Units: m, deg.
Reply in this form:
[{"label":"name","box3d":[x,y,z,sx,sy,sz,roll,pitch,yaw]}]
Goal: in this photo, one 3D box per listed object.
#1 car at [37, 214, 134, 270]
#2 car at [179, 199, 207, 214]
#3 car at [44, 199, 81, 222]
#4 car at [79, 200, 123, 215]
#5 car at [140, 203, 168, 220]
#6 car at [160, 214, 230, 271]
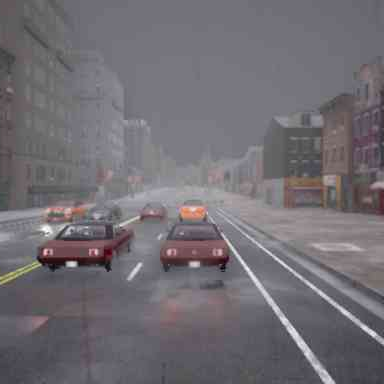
[{"label":"car","box3d":[-3.167,1.622,11.011,1.895,1.301,4.718,0,0,0]},{"label":"car","box3d":[0.084,1.385,27.173,2.097,1.767,4.553,0,0,0]},{"label":"car","box3d":[-9.850,1.386,26.304,2.097,1.767,4.553,0,0,0]},{"label":"car","box3d":[-6.600,1.526,25.484,2.128,1.511,4.902,0,0,0]},{"label":"car","box3d":[-3.163,1.596,28.145,1.994,1.385,4.181,0,0,0]},{"label":"car","box3d":[0.083,1.622,10.979,1.895,1.301,4.718,0,0,0]}]
